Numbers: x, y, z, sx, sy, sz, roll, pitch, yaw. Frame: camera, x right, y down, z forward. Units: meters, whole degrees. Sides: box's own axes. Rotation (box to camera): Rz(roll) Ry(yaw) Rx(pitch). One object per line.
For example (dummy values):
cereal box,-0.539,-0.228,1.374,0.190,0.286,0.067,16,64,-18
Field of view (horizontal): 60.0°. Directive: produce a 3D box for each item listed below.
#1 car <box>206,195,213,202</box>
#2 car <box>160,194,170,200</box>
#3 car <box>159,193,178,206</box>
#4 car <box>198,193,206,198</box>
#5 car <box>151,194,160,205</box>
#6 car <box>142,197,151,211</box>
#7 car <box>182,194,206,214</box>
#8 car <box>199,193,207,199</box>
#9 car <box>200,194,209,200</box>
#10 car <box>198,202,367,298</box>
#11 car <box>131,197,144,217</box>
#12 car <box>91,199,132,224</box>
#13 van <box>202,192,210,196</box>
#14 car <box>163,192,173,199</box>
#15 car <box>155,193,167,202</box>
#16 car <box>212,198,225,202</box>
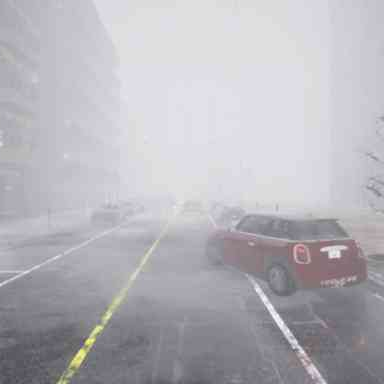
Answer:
car,2.659,1.335,34.402,2.008,1.369,4.403,1,0,0
car,-5.849,1.127,73.379,1.802,1.307,4.206,1,0,0
car,-3.133,1.211,47.240,1.837,1.490,4.892,0,0,0
car,2.719,0.994,90.099,2.008,1.369,4.403,1,0,0
car,-5.742,1.263,51.102,1.802,1.307,4.206,1,0,0
car,-5.720,1.224,34.392,1.967,1.590,4.097,1,0,0
car,0.055,1.275,32.156,1.882,1.535,5.008,0,1,0
car,2.726,1.028,84.529,2.008,1.369,4.403,1,0,0
car,2.694,1.085,74.099,1.887,1.381,4.507,1,0,0
car,2.110,1.295,8.808,2.097,1.767,4.553,0,0,-23
car,-5.714,1.384,28.823,1.947,1.339,4.313,1,0,0
car,-5.707,1.398,23.253,1.887,1.381,4.507,1,0,0
van,2.651,0.933,65.637,1.690,1.788,3.998,1,0,0
car,-5.909,0.931,82.283,1.967,1.590,4.097,1,0,0
car,-5.759,1.053,62.240,1.967,1.590,4.097,1,0,0
car,2.673,1.398,23.262,1.887,1.381,4.507,1,0,0
